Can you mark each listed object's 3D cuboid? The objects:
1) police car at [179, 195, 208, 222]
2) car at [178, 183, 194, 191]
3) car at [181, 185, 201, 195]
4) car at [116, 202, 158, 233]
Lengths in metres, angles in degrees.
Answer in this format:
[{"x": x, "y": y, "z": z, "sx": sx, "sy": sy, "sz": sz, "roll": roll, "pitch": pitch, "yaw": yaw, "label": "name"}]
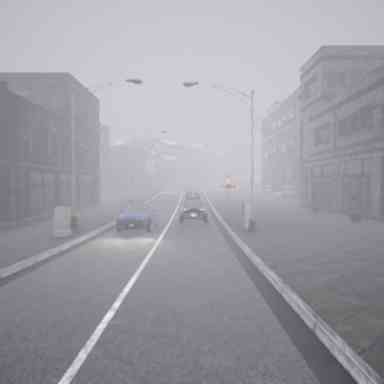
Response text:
[{"x": 0.096, "y": 1.268, "z": 24.340, "sx": 2.038, "sy": 1.542, "sz": 4.974, "roll": 0, "pitch": 2, "yaw": 0, "label": "police car"}, {"x": -1.041, "y": -1.053, "z": 63.882, "sx": 2.128, "sy": 1.511, "sz": 4.902, "roll": 1, "pitch": 3, "yaw": 24, "label": "car"}, {"x": 0.090, "y": 0.281, "z": 42.390, "sx": 2.163, "sy": 1.488, "sz": 4.792, "roll": 0, "pitch": 4, "yaw": 0, "label": "car"}, {"x": -3.103, "y": 1.376, "z": 19.477, "sx": 1.882, "sy": 1.535, "sz": 5.008, "roll": 0, "pitch": 1, "yaw": 0, "label": "car"}]
